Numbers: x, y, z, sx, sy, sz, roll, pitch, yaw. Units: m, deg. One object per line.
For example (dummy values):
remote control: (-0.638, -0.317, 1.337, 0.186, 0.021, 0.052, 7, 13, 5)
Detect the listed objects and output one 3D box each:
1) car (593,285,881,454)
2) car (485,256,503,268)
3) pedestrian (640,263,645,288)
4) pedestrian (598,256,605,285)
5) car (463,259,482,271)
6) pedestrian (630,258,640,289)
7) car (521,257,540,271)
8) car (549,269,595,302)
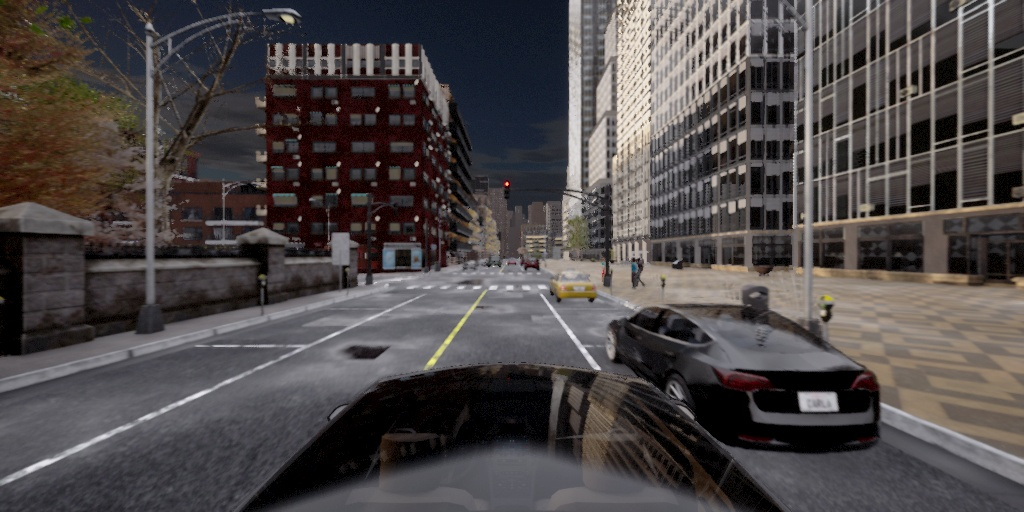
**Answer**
car: (2.690, 1.312, 5.224, 1.948, 1.339, 4.313, 0, 0, 0)
car: (-3.005, 0.955, 61.804, 2.150, 2.045, 5.566, 0, 0, 1)
pedestrian: (7.673, 1.008, 21.767, 0.375, 1.860, 0.375, 0, 0, 0)
pedestrian: (5.729, 0.876, 22.367, 0.375, 1.860, 0.375, 0, 0, 0)
car: (-5.674, 1.279, 48.904, 2.007, 1.370, 4.403, 0, 0, 0)
pedestrian: (7.142, 1.019, 21.167, 0.375, 1.860, 0.375, 0, 0, 0)
car: (2.706, 1.043, 48.901, 2.192, 1.841, 5.009, 0, 0, 0)
car: (2.695, 1.263, 16.659, 1.751, 1.417, 4.829, 0, 0, 0)
